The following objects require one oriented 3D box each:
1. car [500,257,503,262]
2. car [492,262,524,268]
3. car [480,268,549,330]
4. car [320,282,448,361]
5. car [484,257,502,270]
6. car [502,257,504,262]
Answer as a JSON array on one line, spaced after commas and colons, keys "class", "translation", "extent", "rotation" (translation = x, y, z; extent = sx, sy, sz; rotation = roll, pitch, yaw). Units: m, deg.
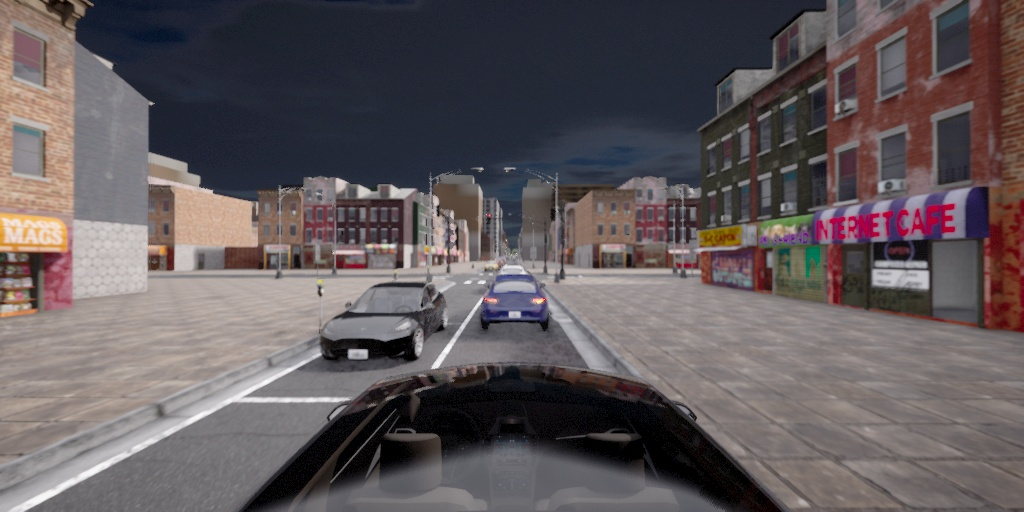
[{"class": "car", "translation": [-2.613, 1.222, 51.683], "extent": [1.888, 1.381, 4.507], "rotation": [0, 0, 0]}, {"class": "car", "translation": [0.027, 1.235, 20.118], "extent": [1.812, 1.442, 4.674], "rotation": [0, 0, 0]}, {"class": "car", "translation": [0.083, 1.254, 10.953], "extent": [1.812, 1.442, 4.674], "rotation": [0, 0, 0]}, {"class": "car", "translation": [-2.634, 1.299, 8.310], "extent": [1.948, 1.339, 4.313], "rotation": [0, 0, 0]}, {"class": "car", "translation": [-2.616, 1.204, 45.909], "extent": [1.751, 1.417, 4.829], "rotation": [0, 0, 0]}, {"class": "car", "translation": [-2.610, 1.258, 57.289], "extent": [1.802, 1.307, 4.207], "rotation": [0, 0, 0]}]
